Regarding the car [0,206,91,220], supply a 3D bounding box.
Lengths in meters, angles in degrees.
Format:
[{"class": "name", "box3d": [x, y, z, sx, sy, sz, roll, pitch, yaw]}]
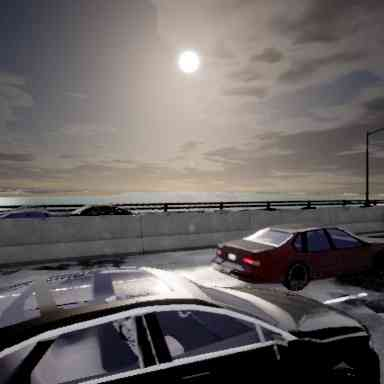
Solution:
[{"class": "car", "box3d": [-7.676, 1.546, 15.213, 5.357, 1.411, 2.033, 0, 0, -28]}]

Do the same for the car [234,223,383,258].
[{"class": "car", "box3d": [3.156, 1.549, 8.840, 5.357, 1.411, 2.033, 0, 0, -27]}]

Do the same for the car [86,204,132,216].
[{"class": "car", "box3d": [-5.970, 1.504, 20.073, 4.892, 1.490, 1.837, 0, 0, -28]}]

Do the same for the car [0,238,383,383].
[{"class": "car", "box3d": [-0.413, 1.492, 2.987, 4.902, 1.511, 2.128, 0, 0, -28]}]
